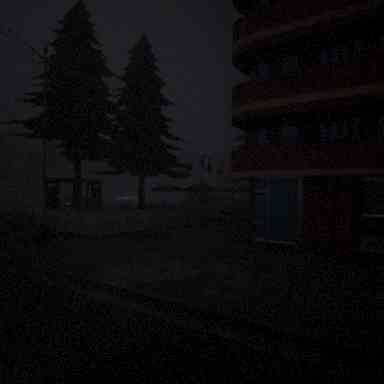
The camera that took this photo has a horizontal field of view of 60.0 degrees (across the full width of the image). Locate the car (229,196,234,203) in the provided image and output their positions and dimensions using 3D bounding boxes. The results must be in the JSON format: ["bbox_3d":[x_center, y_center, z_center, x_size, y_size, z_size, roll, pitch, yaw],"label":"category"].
[{"bbox_3d":[4.850,1.168,53.182,4.181,1.385,1.994,0,0,-32],"label":"car"}]

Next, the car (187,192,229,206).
[{"bbox_3d":[1.696,0.881,41.349,2.150,2.045,5.566,1,1,42],"label":"car"}]

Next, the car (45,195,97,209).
[{"bbox_3d":[-13.933,1.063,38.587,2.033,1.411,5.357,1,1,36],"label":"car"}]

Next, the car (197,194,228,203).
[{"bbox_3d":[3.484,1.058,56.447,4.902,1.511,2.128,1,0,-31],"label":"car"}]

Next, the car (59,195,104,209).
[{"bbox_3d":[-11.756,1.065,35.583,1.837,1.490,4.892,1,1,36],"label":"car"}]
